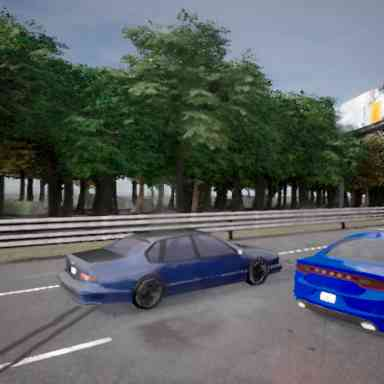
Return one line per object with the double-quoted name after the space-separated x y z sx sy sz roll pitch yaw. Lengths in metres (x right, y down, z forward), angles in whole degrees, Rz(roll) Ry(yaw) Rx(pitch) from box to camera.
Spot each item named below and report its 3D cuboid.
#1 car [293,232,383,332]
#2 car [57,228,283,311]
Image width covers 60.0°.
4.177 1.550 6.724 5.008 1.535 1.882 1 0 -35 "car"
-0.243 1.590 7.872 5.357 1.411 2.033 1 0 -35 "car"
